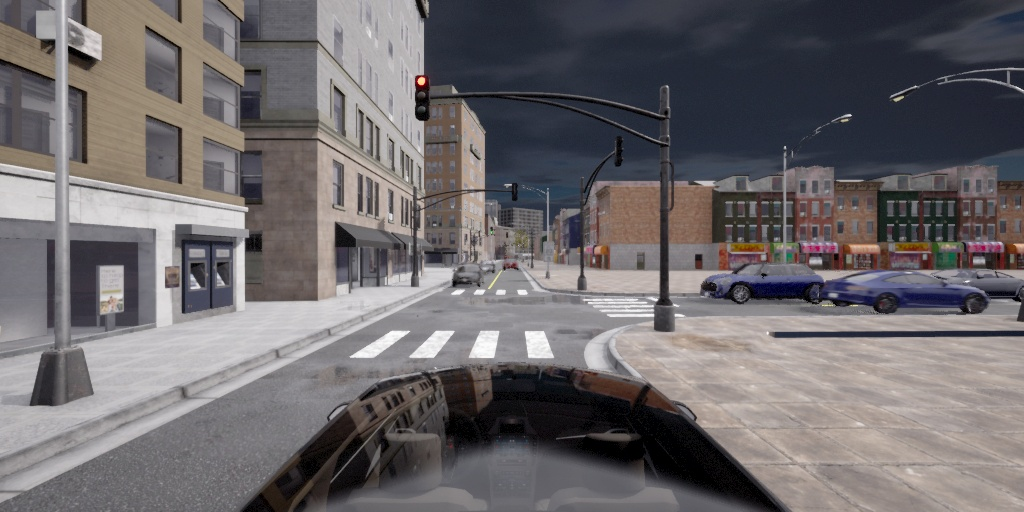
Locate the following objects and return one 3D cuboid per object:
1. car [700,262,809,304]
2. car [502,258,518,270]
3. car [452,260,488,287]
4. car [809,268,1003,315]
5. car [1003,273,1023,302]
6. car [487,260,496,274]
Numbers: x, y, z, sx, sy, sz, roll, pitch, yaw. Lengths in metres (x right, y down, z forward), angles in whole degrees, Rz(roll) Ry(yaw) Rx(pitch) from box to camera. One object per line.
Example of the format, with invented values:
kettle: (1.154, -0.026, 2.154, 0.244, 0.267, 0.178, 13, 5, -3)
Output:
car: (10.743, 1.054, 15.597, 4.553, 1.767, 2.097, 0, 0, 1)
car: (-0.360, 1.118, 52.805, 2.097, 1.767, 4.553, 0, 0, -5)
car: (-2.877, 1.257, 24.305, 1.837, 1.490, 4.892, 0, 0, 0)
car: (13.736, 1.225, 12.732, 4.674, 1.442, 1.812, 0, 0, 1)
car: (19.665, 1.233, 15.625, 4.181, 1.385, 1.994, 0, 0, -1)
car: (-2.877, 1.251, 41.113, 2.128, 1.511, 4.902, 0, 0, 0)
